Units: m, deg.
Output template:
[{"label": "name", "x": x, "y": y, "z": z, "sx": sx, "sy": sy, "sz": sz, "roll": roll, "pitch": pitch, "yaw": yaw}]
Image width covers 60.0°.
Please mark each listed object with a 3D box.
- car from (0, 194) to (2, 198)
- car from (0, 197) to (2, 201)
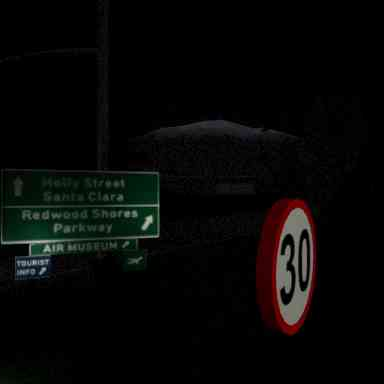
[{"label": "car", "x": -38.770, "y": 1.489, "z": 69.898, "sx": 4.514, "sy": 1.523, "sz": 2.007, "roll": 0, "pitch": 0, "yaw": 35}, {"label": "car", "x": -12.447, "y": 1.504, "z": 26.028, "sx": 1.905, "sy": 1.878, "sz": 3.866, "roll": 0, "pitch": 0, "yaw": 35}]
